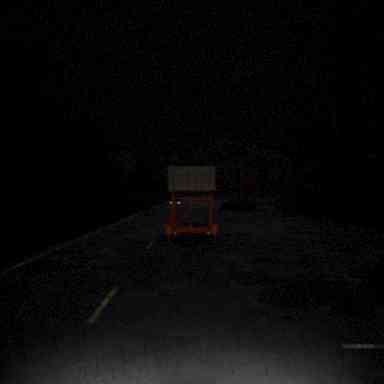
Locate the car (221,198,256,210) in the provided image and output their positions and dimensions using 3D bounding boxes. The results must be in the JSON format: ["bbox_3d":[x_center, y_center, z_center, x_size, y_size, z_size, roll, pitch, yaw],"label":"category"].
[{"bbox_3d":[5.552,1.451,39.909,4.181,1.381,1.994,0,0,-1],"label":"car"}]

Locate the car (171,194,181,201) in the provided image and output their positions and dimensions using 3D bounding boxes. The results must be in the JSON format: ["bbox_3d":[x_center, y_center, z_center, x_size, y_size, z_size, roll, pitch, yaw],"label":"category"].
[{"bbox_3d":[-3.512,1.140,72.883,2.097,1.767,4.553,0,0,0],"label":"car"}]

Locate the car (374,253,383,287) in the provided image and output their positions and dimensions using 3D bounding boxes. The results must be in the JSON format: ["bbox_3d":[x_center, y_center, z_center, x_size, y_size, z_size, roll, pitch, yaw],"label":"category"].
[{"bbox_3d":[6.042,1.466,6.900,3.988,1.617,1.851,0,0,-1],"label":"car"}]

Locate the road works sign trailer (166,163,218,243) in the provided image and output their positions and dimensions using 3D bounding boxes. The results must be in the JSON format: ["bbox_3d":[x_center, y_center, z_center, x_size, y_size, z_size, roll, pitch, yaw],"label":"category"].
[{"bbox_3d":[-0.002,0.425,15.780,2.380,3.560,2.880,0,0,0],"label":"road works sign trailer"}]
